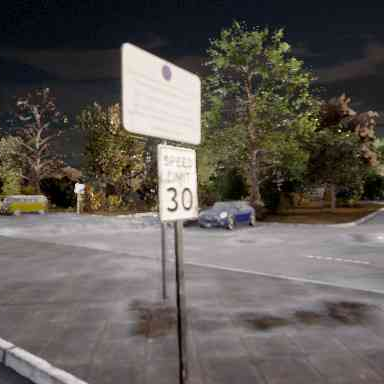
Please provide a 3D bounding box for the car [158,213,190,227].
[{"bbox_3d":[-0.382,1.502,22.799,2.002,1.452,4.674,0,0,35],"label":"car"}]

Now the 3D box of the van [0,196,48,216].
[{"bbox_3d":[-17.458,1.402,34.673,1.878,1.987,4.442,-1,-1,35],"label":"van"}]

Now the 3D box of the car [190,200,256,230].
[{"bbox_3d":[2.239,1.332,21.015,2.185,1.767,4.553,0,0,35],"label":"car"}]
